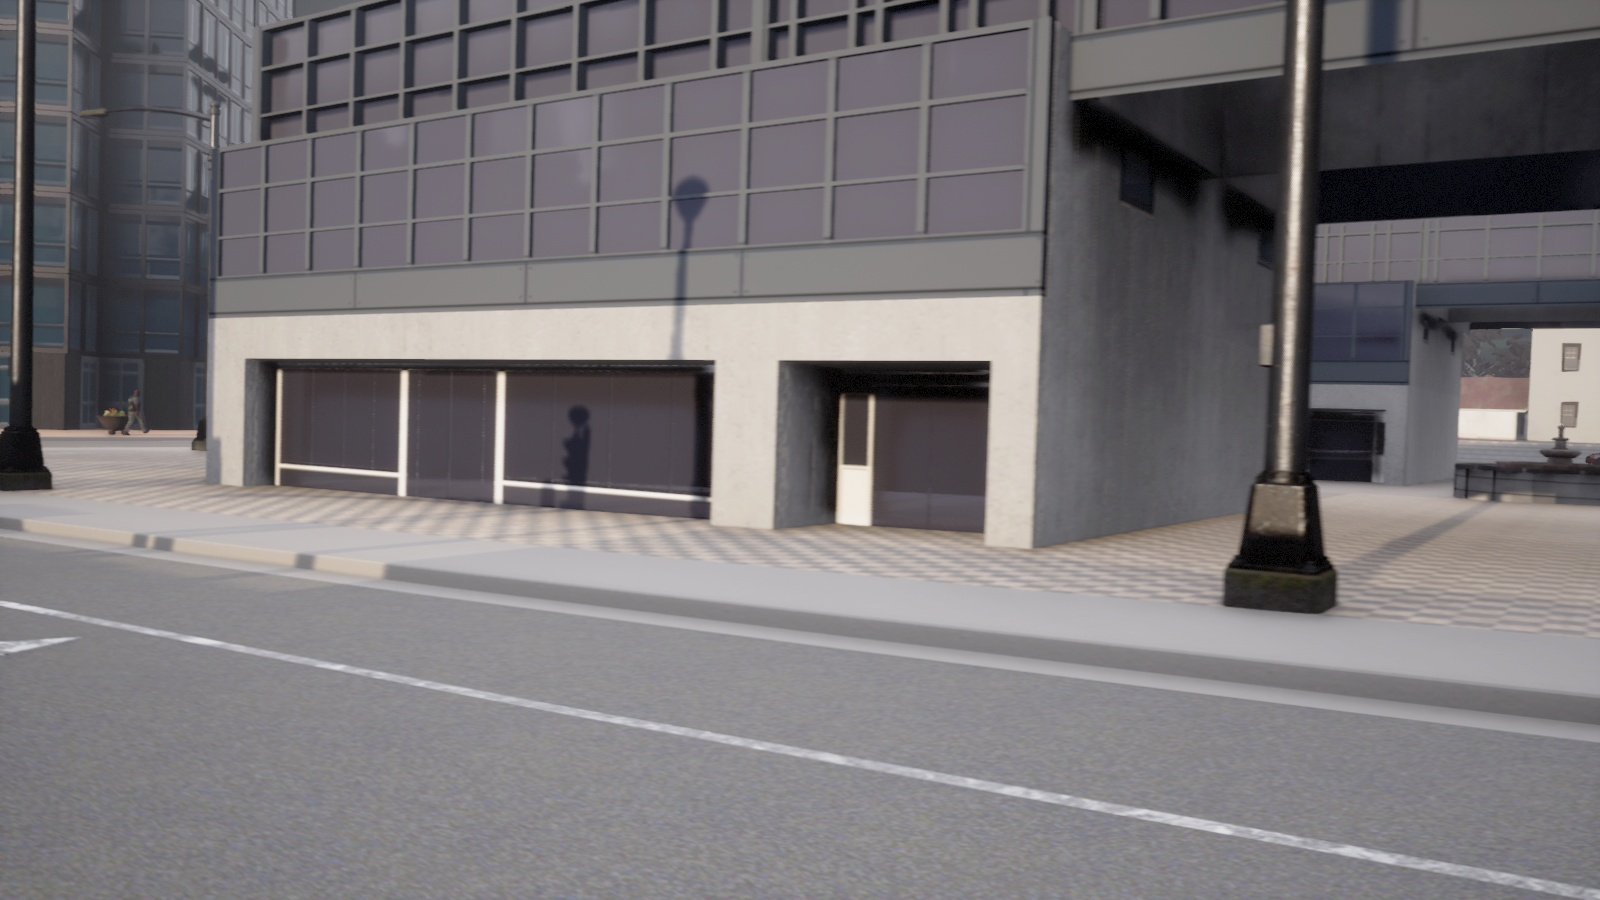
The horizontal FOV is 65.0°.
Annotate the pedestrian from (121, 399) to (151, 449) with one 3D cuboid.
[{"bbox_3d":[-25.720,-1.006,48.622,0.563,1.883,0.849,2,2,33],"label":"pedestrian"}]

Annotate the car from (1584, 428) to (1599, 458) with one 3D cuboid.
[{"bbox_3d":[45.633,-0.337,68.429,4.856,1.649,2.033,2,2,34],"label":"car"}]
